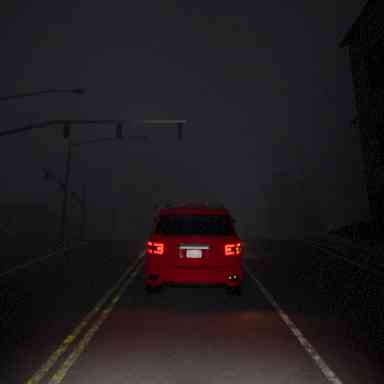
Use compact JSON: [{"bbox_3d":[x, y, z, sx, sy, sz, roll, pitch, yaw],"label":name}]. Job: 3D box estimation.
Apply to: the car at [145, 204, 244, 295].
[{"bbox_3d":[0.070,1.345,9.221,2.150,2.045,5.566,1,-1,1],"label":"car"}]
